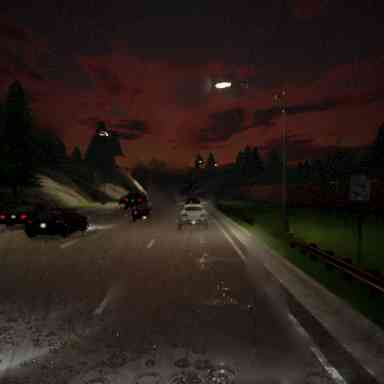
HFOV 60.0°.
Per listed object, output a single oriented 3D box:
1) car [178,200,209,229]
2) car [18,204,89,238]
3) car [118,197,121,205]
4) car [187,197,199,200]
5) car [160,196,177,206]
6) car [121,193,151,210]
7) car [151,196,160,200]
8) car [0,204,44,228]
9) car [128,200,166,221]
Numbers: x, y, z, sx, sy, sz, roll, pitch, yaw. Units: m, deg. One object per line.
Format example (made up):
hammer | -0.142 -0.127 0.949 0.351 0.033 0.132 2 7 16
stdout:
car | 0.096 1.465 21.031 1.812 1.442 4.674 0 0 0
car | -6.903 1.514 17.433 1.994 1.385 4.181 0 0 0
car | -10.508 1.197 54.066 2.097 1.767 4.553 0 0 0
car | 0.094 1.382 42.860 1.837 1.490 4.892 0 0 0
car | -3.507 1.354 52.848 1.837 1.490 4.892 0 0 0
car | -6.905 1.103 41.475 2.150 2.045 5.566 0 0 0
car | -6.999 1.415 64.960 1.895 1.301 4.718 0 0 0
car | -10.402 1.484 21.871 2.033 1.411 5.357 0 0 0
car | -3.403 1.526 26.041 1.895 1.301 4.718 0 0 0
